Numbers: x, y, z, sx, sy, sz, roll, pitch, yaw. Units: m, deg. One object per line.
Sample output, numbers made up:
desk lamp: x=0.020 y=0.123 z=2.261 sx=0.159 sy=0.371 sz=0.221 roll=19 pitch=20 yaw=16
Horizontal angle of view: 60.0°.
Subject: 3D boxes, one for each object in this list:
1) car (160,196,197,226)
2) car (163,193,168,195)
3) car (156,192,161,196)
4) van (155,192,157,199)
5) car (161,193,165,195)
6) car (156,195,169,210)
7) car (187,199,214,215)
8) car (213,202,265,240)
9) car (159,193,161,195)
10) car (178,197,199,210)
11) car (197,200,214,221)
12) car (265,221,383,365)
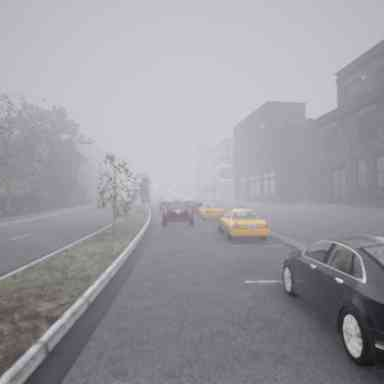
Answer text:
car: x=-1.074 y=1.380 z=23.997 sx=2.097 sy=1.767 sz=4.553 roll=0 pitch=0 yaw=-5
car: x=-4.201 y=1.510 z=66.410 sx=2.163 sy=1.488 sz=4.792 roll=0 pitch=0 yaw=-9
car: x=-6.922 y=1.171 z=82.824 sx=2.435 sy=2.045 sz=5.566 roll=0 pitch=0 yaw=-9
van: x=-8.752 y=1.144 z=93.854 sx=1.878 sy=1.987 sz=4.442 roll=0 pitch=0 yaw=-9
car: x=-5.103 y=1.504 z=71.851 sx=2.002 sy=1.452 sz=4.674 roll=0 pitch=0 yaw=-9
car: x=-3.158 y=1.508 z=41.501 sx=1.882 sy=1.535 sz=5.008 roll=0 pitch=0 yaw=-8
car: x=0.802 y=1.552 z=35.089 sx=2.163 sy=1.488 sz=4.792 roll=0 pitch=0 yaw=-6
car: x=2.495 y=1.506 z=17.111 sx=1.946 sy=1.575 sz=5.366 roll=0 pitch=0 yaw=-3
car: x=-6.017 y=1.475 z=77.355 sx=2.163 sy=1.488 sz=4.792 roll=0 pitch=0 yaw=-9
car: x=-0.582 y=1.520 z=44.587 sx=2.097 sy=1.535 sz=5.008 roll=0 pitch=0 yaw=-9
car: x=1.588 y=1.516 z=28.092 sx=1.946 sy=1.575 sz=5.366 roll=0 pitch=0 yaw=-5
car: x=3.000 y=1.496 z=5.797 sx=2.231 sy=1.521 sz=4.892 roll=0 pitch=0 yaw=-1
